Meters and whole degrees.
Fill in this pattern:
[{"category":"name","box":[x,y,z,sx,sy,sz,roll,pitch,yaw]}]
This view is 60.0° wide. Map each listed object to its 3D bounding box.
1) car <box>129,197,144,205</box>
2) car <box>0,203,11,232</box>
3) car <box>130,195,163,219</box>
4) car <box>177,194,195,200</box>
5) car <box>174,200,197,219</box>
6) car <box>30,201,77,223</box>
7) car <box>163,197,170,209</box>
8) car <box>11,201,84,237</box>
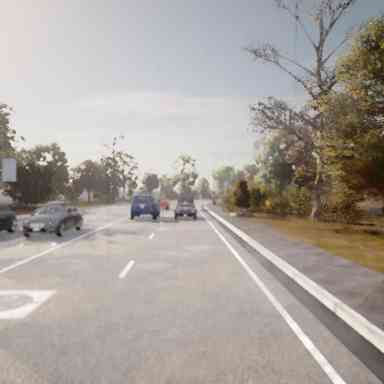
[{"category":"car","box":[-10.663,1.702,64.613,1.812,1.442,4.674,0,0,5]},{"category":"car","box":[-10.790,1.348,16.730,2.097,1.767,4.553,0,0,-1]},{"category":"car","box":[-3.967,1.236,28.847,2.150,2.045,5.566,0,0,-1]},{"category":"car","box":[-0.756,1.295,43.866,2.150,2.045,5.566,0,0,0]},{"category":"car","box":[-0.561,1.608,29.049,1.895,1.301,4.718,0,0,-1]},{"category":"car","box":[-11.025,1.520,26.939,1.837,1.490,4.892,0,0,-1]},{"category":"car","box":[-4.198,1.438,46.151,2.097,1.767,4.553,0,0,0]},{"category":"car","box":[-7.318,1.484,17.986,2.128,1.511,4.902,0,0,-1]}]
